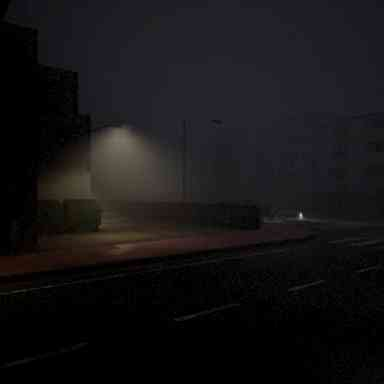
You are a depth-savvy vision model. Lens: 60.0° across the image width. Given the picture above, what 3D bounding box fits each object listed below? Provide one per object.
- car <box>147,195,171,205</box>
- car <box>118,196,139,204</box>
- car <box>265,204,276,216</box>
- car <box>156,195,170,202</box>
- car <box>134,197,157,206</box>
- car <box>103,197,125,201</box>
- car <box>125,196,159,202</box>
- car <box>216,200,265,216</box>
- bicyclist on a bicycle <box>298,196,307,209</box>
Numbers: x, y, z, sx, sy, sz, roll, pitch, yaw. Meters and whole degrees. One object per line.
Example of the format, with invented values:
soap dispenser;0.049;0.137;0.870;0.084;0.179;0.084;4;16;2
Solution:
car;-5.893;1.351;59.523;2.097;1.767;4.553;0;0;-41
car;-12.648;1.563;66.138;4.181;1.385;1.994;0;0;38
car;5.816;1.491;31.803;2.128;1.511;4.902;0;0;-36
car;-4.728;1.503;46.475;1.837;1.490;4.892;0;0;-36
car;-8.024;1.563;56.699;1.994;1.385;4.181;0;0;-40
car;-14.860;1.600;63.418;4.718;1.301;1.895;0;0;34
car;-6.568;1.563;43.046;1.994;1.385;4.181;0;0;-36
car;3.572;1.477;28.927;1.882;1.535;5.008;0;0;-36
bicyclist on a bicycle;13.348;1.300;40.151;1.656;1.620;0.582;0;0;-36
